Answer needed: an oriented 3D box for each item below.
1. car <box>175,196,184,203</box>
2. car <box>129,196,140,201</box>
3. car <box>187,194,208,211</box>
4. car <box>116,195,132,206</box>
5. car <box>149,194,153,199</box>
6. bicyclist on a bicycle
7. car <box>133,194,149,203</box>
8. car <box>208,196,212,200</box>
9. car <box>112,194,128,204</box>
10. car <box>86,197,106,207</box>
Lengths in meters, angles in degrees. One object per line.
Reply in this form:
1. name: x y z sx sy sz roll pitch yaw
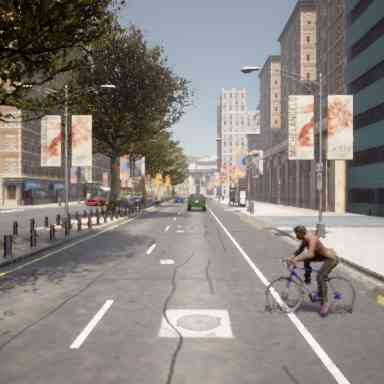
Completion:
1. car: -2.593 1.525 69.930 1.812 1.442 4.674 0 0 1
2. car: -14.040 1.594 81.711 1.895 1.301 4.718 0 0 1
3. car: 0.587 1.221 41.886 2.150 2.045 5.566 0 0 1
4. car: -11.010 1.547 50.414 2.033 1.411 5.357 0 0 1
5. car: -10.535 1.355 82.070 2.097 1.767 4.553 0 0 1
6. bicyclist on a bicycle: 2.156 1.430 6.084 1.656 1.620 0.582 -1 0 1
7. car: -10.729 1.496 67.114 2.128 1.511 4.902 0 0 1
8. car: 4.309 1.594 89.992 1.895 1.301 4.718 0 0 1
9. car: -14.242 1.352 66.179 2.097 1.767 4.553 0 0 1
10. car: -14.568 1.477 50.667 1.882 1.535 5.008 0 0 2
